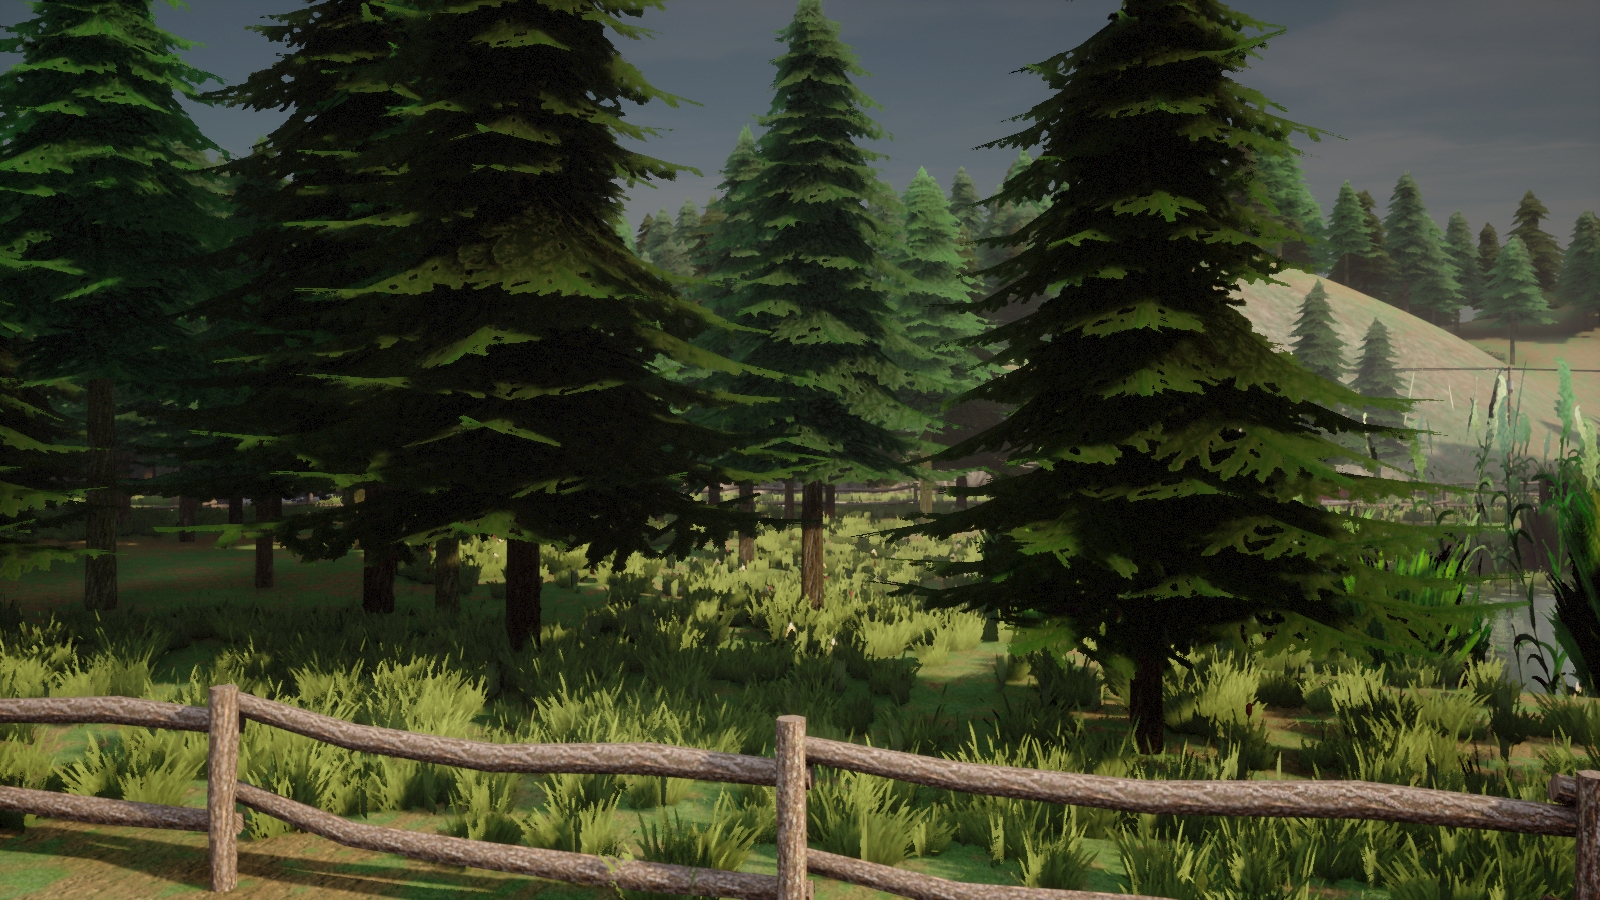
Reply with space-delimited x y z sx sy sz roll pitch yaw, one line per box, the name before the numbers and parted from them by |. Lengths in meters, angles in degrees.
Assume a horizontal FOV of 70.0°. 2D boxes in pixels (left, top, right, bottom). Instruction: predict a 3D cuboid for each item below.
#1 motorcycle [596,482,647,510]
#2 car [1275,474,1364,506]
motorcycle | -8.457 2.178 54.101 2.209 1.251 0.867 0 0 14
car | 26.338 2.026 58.017 3.705 1.549 1.789 0 0 7
